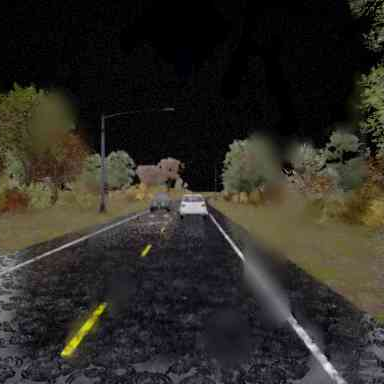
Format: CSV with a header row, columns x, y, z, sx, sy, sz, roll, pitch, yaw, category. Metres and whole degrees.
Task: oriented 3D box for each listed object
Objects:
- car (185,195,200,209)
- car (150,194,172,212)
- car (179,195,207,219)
x,y,z,sx,sy,sz,roll,pitch,yaw,category
0.072,1.368,46.544,2.097,1.767,4.553,0,0,0,car
-3.568,1.233,38.971,2.150,2.045,5.566,0,0,0,car
0.091,1.230,28.834,2.150,2.045,5.566,0,0,0,car
